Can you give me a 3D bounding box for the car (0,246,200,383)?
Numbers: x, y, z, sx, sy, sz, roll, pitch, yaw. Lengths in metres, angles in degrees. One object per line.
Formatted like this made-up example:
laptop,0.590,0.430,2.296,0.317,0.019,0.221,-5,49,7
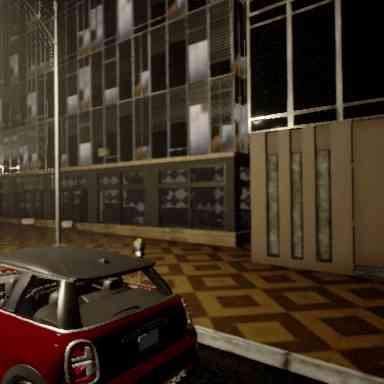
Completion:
car,-1.993,1.439,4.313,4.097,1.590,1.967,0,-1,36
